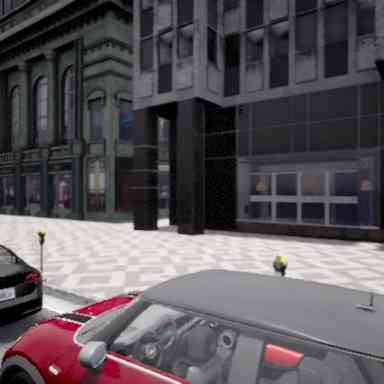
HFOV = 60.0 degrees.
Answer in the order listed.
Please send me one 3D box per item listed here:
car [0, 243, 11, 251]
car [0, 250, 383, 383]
[{"bbox_3d":[-4.497,1.572,6.168,4.313,1.339,1.947,0,0,36],"label":"car"},{"bbox_3d":[0.092,1.441,2.895,4.097,1.590,1.967,0,0,35],"label":"car"}]
